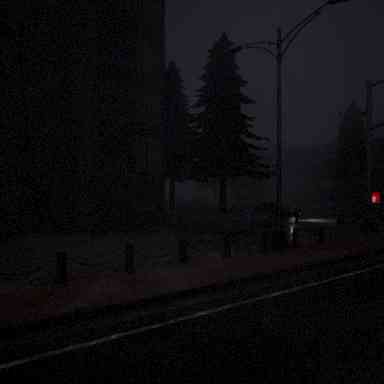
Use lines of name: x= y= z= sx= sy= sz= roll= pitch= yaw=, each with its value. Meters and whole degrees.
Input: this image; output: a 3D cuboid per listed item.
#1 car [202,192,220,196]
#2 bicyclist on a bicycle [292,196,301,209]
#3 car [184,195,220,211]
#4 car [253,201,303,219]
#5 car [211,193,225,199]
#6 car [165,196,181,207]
car: x=5.165 y=1.113 z=92.444 sx=1.932 sy=1.855 sz=4.605 roll=0 pitch=0 yaw=-37
bicyclist on a bicycle: x=11.472 y=1.316 z=36.639 sx=1.656 sy=1.620 sz=0.582 roll=0 pitch=0 yaw=-37
car: x=1.330 y=1.493 z=37.662 sx=1.882 sy=1.535 sz=5.008 roll=0 pitch=0 yaw=-37
car: x=7.535 y=1.541 z=29.475 sx=1.812 sy=1.442 sz=4.674 roll=0 pitch=0 yaw=-38
car: x=7.253 y=1.092 z=94.506 sx=1.905 sy=1.878 sz=3.866 roll=0 pitch=0 yaw=-37
car: x=-3.591 y=1.616 z=50.451 sx=1.895 sy=1.301 sz=4.718 roll=0 pitch=0 yaw=-34
